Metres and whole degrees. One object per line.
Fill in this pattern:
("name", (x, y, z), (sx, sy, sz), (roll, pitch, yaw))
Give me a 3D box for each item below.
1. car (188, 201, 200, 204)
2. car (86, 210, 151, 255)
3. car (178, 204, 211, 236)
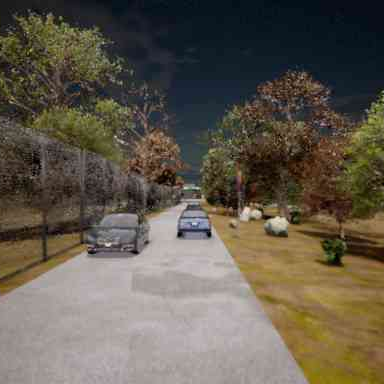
("car", (0.239, 1.902, 40.461), (1.837, 1.490, 4.892), (0, -1, 0))
("car", (-2.827, 1.561, 13.650), (1.837, 1.490, 4.892), (0, 0, 0))
("car", (0.140, 1.653, 19.119), (2.033, 1.411, 5.357), (0, -1, 0))
